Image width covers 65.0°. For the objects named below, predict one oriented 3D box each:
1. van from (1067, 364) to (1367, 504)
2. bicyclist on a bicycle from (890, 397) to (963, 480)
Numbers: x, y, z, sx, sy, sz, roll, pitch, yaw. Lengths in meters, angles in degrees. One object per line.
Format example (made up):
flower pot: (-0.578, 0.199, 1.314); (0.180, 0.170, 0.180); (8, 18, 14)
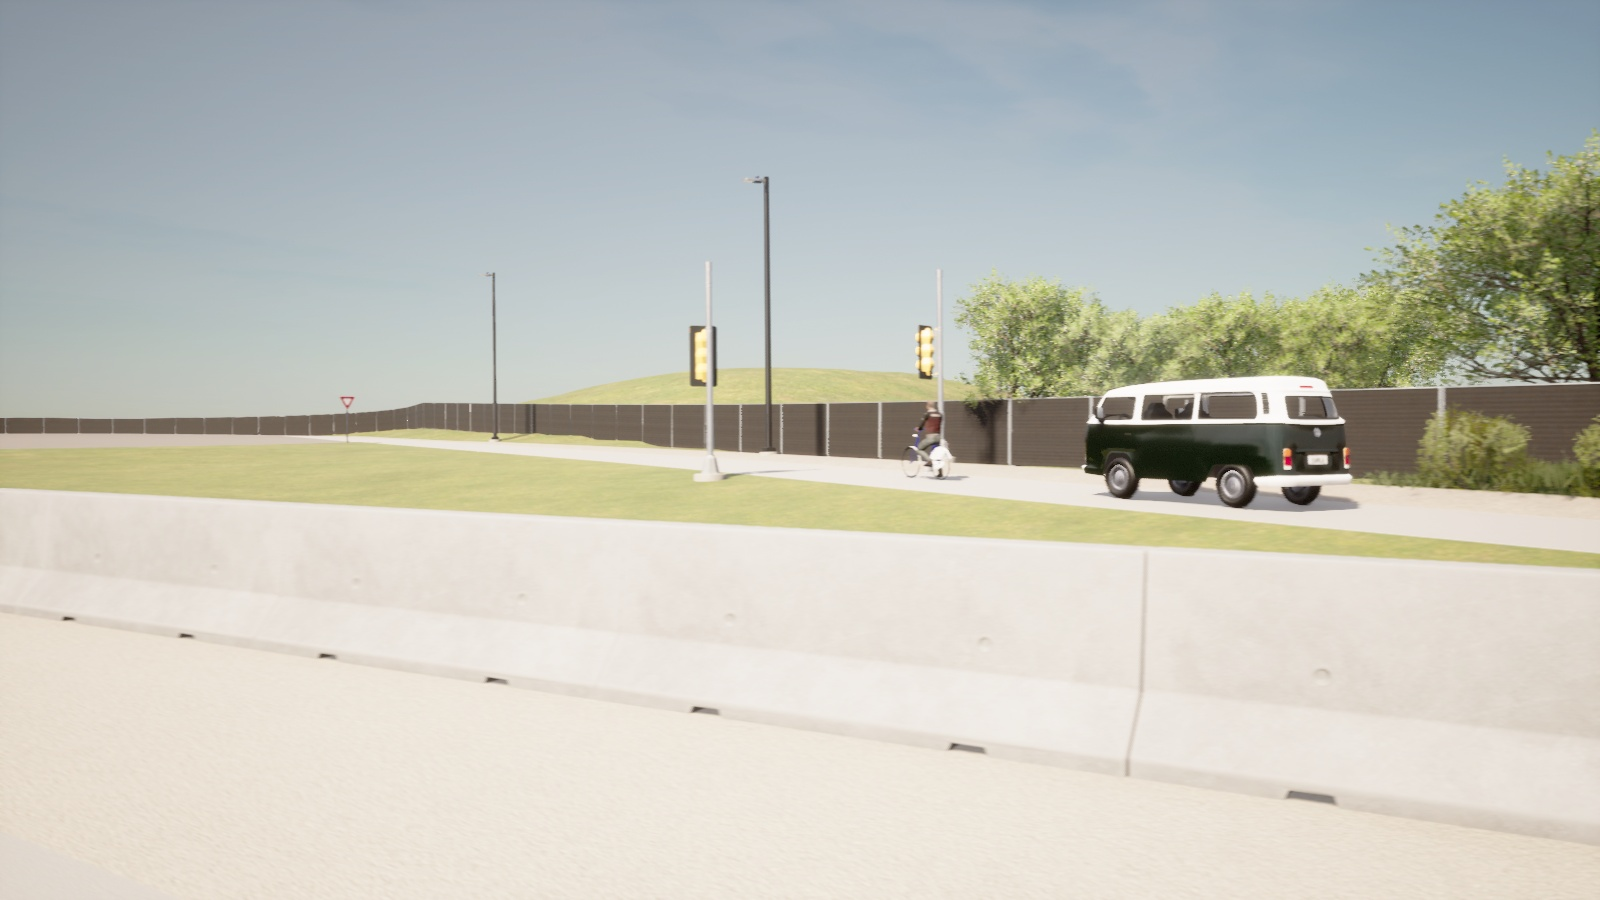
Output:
van: (6.754, -0.280, 20.851); (2.069, 2.038, 4.480); (-2, 1, -30)
bicyclist on a bicycle: (2.795, -0.268, 27.854); (0.659, 1.776, 1.843); (-2, 2, -29)
